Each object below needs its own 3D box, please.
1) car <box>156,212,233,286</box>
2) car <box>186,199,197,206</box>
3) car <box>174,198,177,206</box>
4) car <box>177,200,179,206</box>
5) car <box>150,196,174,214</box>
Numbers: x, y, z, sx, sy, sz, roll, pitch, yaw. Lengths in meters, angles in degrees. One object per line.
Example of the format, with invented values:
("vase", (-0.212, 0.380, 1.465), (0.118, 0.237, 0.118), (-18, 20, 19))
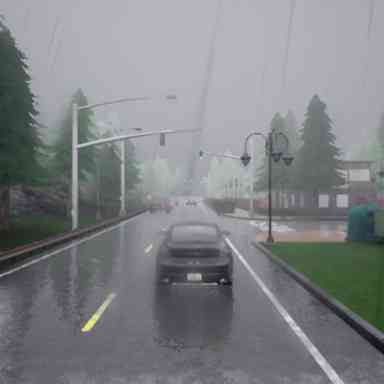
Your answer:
("car", (0.064, 1.571, 9.554), (1.837, 1.490, 4.892), (0, 0, 0))
("car", (-0.105, 2.006, 66.176), (1.994, 1.385, 4.181), (0, 0, 0))
("car", (-3.670, 1.861, 50.152), (1.812, 1.442, 4.674), (0, 0, 0))
("car", (-3.637, 1.926, 65.046), (2.128, 1.511, 4.902), (0, 0, 0))
("car", (-3.662, 1.486, 39.527), (2.150, 2.045, 5.566), (0, 0, 0))
